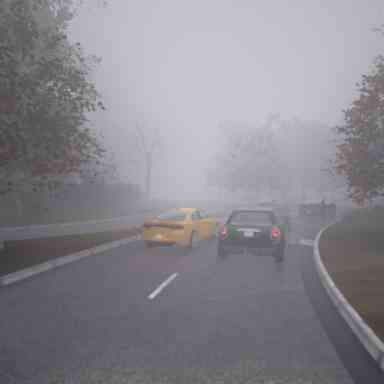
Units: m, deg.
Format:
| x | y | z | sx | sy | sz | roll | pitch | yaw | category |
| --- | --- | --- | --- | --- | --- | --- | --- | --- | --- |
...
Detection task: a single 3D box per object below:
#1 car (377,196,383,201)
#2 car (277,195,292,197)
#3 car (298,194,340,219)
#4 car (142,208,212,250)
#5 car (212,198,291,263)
| x | y | z | sx | sy | sz | roll | pitch | yaw | category |
| --- | --- | --- | --- | --- | --- | --- | --- | --- | --- |
| 39.181 | 0.899 | 66.308 | 2.097 | 1.767 | 4.553 | 0 | 0 | -6 | car |
| 6.391 | 1.241 | 26.687 | 1.837 | 1.490 | 4.892 | 0 | 1 | 35 | car |
| 9.833 | 1.201 | 25.941 | 1.882 | 1.535 | 5.008 | 0 | 1 | 35 | car |
| -0.289 | 1.400 | 14.133 | 1.882 | 1.535 | 5.008 | 0 | 1 | 21 | car |
| 2.443 | 1.290 | 12.190 | 2.097 | 1.767 | 4.553 | 0 | 1 | 20 | car |
